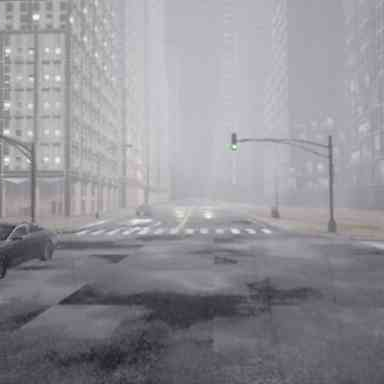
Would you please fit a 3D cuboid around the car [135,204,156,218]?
[{"bbox_3d":[-5.479,2.230,39.330,2.128,1.511,4.902,-1,-1,1],"label":"car"}]

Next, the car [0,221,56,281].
[{"bbox_3d":[-6.112,1.731,10.662,2.128,1.511,4.902,-1,-1,1],"label":"car"}]
